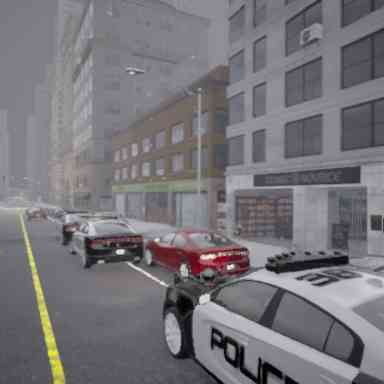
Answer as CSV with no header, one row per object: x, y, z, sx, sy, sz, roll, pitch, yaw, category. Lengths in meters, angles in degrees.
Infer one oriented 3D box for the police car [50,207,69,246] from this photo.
-6.234,1.833,17.997,1.930,1.638,5.238,1,-1,-28,police car

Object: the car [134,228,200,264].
-0.069,1.785,10.272,1.887,1.381,4.507,0,-1,-28,car

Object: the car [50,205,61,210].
-15.471,2.460,39.485,1.947,1.339,4.313,0,-1,-28,car

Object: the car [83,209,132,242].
-5.204,1.896,20.012,1.967,1.590,4.097,0,-1,-28,car

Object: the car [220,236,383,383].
2.498,1.683,5.403,2.008,1.369,4.403,0,-1,-28,car

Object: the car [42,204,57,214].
-23.172,2.771,54.091,1.887,1.381,4.507,0,-1,-28,car

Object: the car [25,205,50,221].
-17.111,2.353,36.744,1.812,1.442,4.674,1,-2,-27,car

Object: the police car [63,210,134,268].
-3.439,1.715,12.688,1.930,1.638,5.238,1,-1,-28,police car

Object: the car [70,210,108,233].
-7.770,2.109,24.879,1.887,1.381,4.507,0,-1,-28,car

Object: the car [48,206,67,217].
-18.038,2.549,44.353,1.887,1.381,4.507,0,-1,-28,car

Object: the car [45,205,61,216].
-20.605,2.660,49.222,1.887,1.381,4.507,0,-1,-28,car

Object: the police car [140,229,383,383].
1.227,1.520,3.845,1.930,1.638,5.238,1,-1,-28,police car
